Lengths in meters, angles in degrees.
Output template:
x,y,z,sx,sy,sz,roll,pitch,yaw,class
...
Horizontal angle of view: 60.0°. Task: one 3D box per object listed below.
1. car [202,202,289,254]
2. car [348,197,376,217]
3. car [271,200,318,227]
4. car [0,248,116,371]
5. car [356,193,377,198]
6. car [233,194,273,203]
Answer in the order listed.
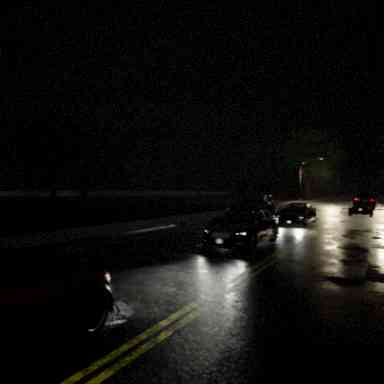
x,y,z,sx,sy,sz,roll,pitch,yaw,class
2.116,1.392,13.374,2.128,1.511,4.902,1,1,29,car
15.488,1.470,30.418,1.994,1.385,4.181,1,1,29,car
7.231,1.427,22.478,2.033,1.411,5.357,1,1,30,car
-2.965,1.486,4.276,1.994,1.385,4.181,1,1,30,car
21.875,1.100,41.774,2.150,2.045,5.566,1,0,30,car
4.379,1.144,23.891,2.150,2.045,5.566,1,1,29,car
